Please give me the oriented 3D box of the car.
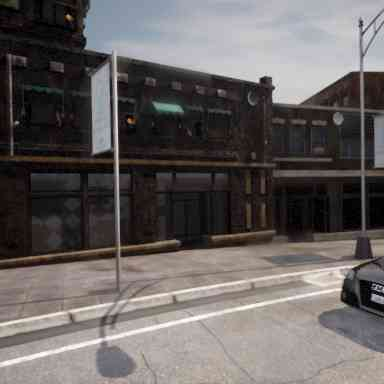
[{"bbox_3d":[4.853,1.550,6.163,4.181,1.385,1.994,0,0,-23],"label":"car"}]
